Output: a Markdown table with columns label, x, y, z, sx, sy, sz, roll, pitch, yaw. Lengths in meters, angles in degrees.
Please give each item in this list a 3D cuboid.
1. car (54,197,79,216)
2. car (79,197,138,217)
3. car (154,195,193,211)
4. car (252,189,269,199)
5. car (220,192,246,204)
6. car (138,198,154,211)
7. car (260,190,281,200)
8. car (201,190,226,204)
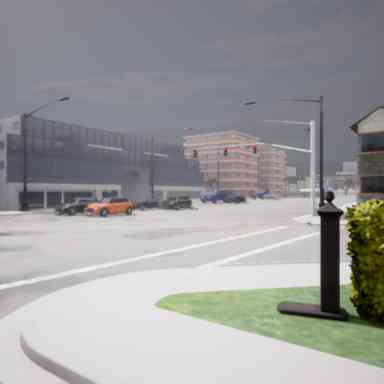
| label | x | y | z | sx | sy | sz | roll | pitch | yaw |
| --- | --- | --- | --- | --- | --- | --- | --- | --- | --- |
| car | -10.873 | 1.287 | 32.030 | 2.097 | 1.767 | 4.553 | 0 | 0 | 35 |
| car | -7.614 | 1.284 | 30.589 | 2.097 | 1.767 | 4.553 | 0 | 0 | 35 |
| car | -1.858 | 1.198 | 38.792 | 2.097 | 1.767 | 4.553 | 0 | 1 | 34 |
| car | 14.204 | 0.385 | 67.663 | 2.150 | 2.045 | 5.566 | 0 | 0 | 35 |
| car | 6.667 | 1.072 | 50.966 | 1.994 | 1.385 | 4.181 | 0 | 2 | 35 |
| car | -5.423 | 1.413 | 39.821 | 2.033 | 1.411 | 5.357 | 0 | 1 | 35 |
| car | 15.239 | 0.789 | 63.100 | 1.895 | 1.301 | 4.718 | 0 | 1 | 36 |
| car | 3.560 | 0.742 | 52.631 | 2.150 | 2.045 | 5.566 | 0 | 1 | 35 |
